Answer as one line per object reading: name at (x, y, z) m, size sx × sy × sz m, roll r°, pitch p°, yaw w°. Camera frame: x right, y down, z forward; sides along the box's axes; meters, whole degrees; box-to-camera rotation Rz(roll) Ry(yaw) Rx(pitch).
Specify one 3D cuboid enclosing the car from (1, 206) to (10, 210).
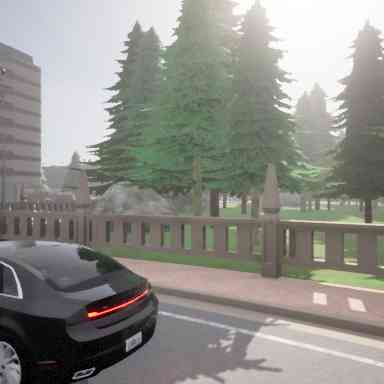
car at (-23.202, 1.599, 37.255) m, size 2.033 × 1.411 × 5.357 m, roll 0°, pitch 0°, yaw 21°

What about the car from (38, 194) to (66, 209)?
car at (-19.258, 1.273, 47.203) m, size 2.150 × 2.045 × 5.566 m, roll 0°, pitch 0°, yaw 22°

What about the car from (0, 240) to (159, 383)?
car at (-2.819, 1.504, 5.051) m, size 4.892 × 1.490 × 1.837 m, roll 0°, pitch 0°, yaw 28°
